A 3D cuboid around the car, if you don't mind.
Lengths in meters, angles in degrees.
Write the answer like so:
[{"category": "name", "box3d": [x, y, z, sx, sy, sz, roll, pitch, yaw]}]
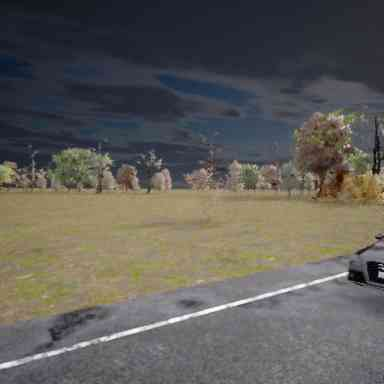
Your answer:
[{"category": "car", "box3d": [5.593, 1.529, 7.977, 4.181, 1.385, 1.994, 0, 0, -35]}]
